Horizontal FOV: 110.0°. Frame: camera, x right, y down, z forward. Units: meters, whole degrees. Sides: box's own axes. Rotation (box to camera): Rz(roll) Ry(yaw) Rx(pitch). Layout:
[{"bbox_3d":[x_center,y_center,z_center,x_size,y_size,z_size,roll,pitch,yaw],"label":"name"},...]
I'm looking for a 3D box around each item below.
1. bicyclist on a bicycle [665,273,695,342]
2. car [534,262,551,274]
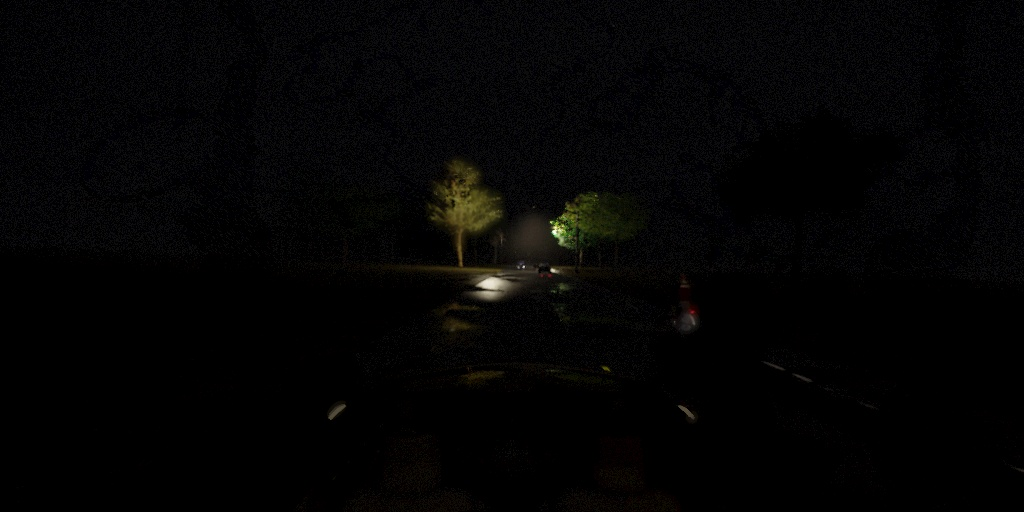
[{"bbox_3d":[4.575,1.351,9.855,0.659,1.776,1.843,2,0,2],"label":"bicyclist on a bicycle"},{"bbox_3d":[4.917,1.857,54.831,2.128,1.511,4.902,2,0,2],"label":"car"}]
